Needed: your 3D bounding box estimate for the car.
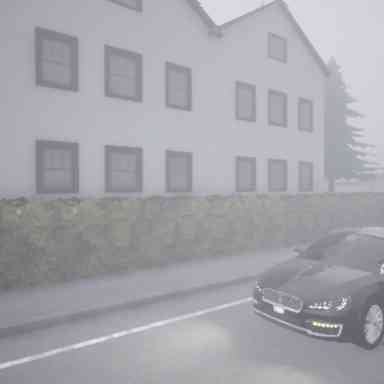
[{"bbox_3d":[3.279,1.476,6.286,4.892,1.490,1.837,0,0,-35],"label":"car"}]
